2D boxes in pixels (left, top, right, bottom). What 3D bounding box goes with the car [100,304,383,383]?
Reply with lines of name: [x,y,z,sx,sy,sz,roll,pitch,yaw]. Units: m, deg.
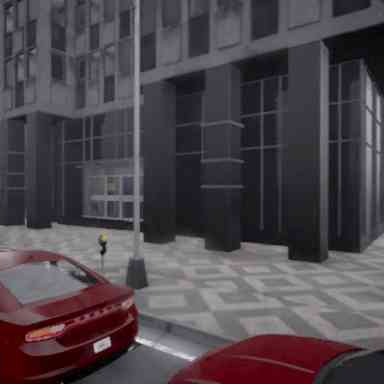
car: [1.788,1.544,1.685,4.507,1.381,1.887,0,0,36]

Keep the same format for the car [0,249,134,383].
car: [-2.804,1.548,4.961,4.507,1.381,1.887,0,0,36]
